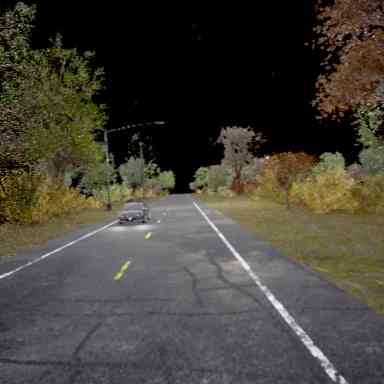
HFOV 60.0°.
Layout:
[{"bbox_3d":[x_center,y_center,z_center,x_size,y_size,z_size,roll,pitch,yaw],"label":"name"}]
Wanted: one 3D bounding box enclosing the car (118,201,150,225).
[{"bbox_3d":[-4.197,1.490,24.560,1.837,1.490,4.892,-3,1,-2],"label":"car"}]
